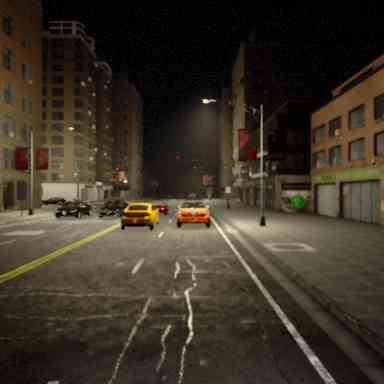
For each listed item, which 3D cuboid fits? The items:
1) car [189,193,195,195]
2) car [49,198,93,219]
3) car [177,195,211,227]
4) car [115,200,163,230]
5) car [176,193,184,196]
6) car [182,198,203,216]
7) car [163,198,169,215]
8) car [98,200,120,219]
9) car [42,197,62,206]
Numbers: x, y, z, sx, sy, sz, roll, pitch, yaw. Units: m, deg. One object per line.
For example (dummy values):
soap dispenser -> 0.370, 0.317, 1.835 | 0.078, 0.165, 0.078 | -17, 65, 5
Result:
car -> 0.012, 1.111, 90.959 | 2.097, 1.767, 4.553 | 0, 0, 0
car -> -9.825, 1.445, 27.981 | 1.837, 1.490, 4.892 | 0, -1, 0
car -> 0.102, 1.303, 22.161 | 2.097, 1.767, 4.553 | 0, 0, 0
car -> -3.146, 1.431, 20.866 | 1.882, 1.535, 5.008 | 0, 0, 0
car -> -3.238, 1.256, 90.989 | 1.837, 1.490, 4.892 | 0, 0, 0
car -> 0.005, 1.407, 32.203 | 1.882, 1.535, 5.008 | 0, 0, 0
car -> -3.245, 1.530, 32.211 | 1.895, 1.301, 4.718 | 0, 0, 0
car -> -6.574, 1.444, 28.468 | 1.837, 1.490, 4.892 | 0, 0, 0
car -> -22.142, 1.475, 53.334 | 4.313, 1.339, 1.947 | 0, 0, 0
